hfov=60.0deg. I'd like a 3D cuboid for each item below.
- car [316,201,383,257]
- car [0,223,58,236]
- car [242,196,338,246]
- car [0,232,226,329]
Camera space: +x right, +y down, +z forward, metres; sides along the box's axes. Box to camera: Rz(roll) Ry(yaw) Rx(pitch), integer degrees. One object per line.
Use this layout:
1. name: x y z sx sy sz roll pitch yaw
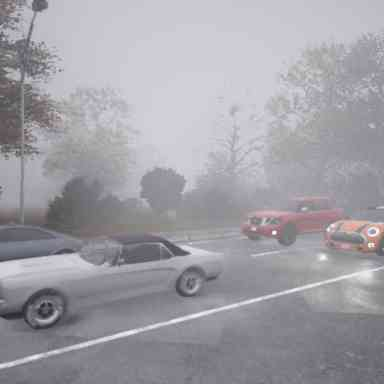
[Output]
1. car: 7.323 1.368 13.141 4.553 1.767 2.097 0 0 -34
2. car: -5.080 1.557 8.880 4.181 1.385 1.994 0 0 -35
3. car: 4.924 1.235 15.743 5.566 2.045 2.150 0 0 -34
4. car: -1.632 1.599 7.035 4.718 1.301 1.895 0 0 -35
